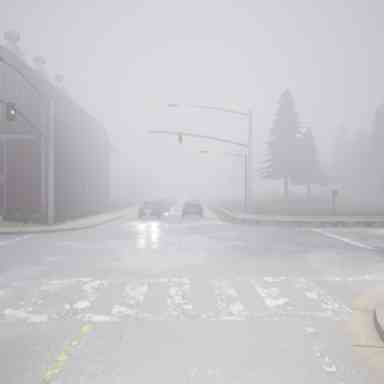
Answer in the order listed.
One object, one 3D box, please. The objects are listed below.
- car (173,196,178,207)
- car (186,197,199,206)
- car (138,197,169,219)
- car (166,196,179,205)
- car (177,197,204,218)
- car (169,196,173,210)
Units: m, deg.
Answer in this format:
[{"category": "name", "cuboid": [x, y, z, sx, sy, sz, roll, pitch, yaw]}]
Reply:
[{"category": "car", "cuboid": [-3.528, 1.502, 49.291, 1.812, 1.442, 4.674, 0, 0, 0]}, {"category": "car", "cuboid": [0.074, 1.520, 55.835, 2.033, 1.411, 5.357, 0, 0, 0]}, {"category": "car", "cuboid": [-3.561, 1.477, 29.555, 2.128, 1.511, 4.902, 0, 0, 0]}, {"category": "car", "cuboid": [-3.473, 1.448, 59.779, 1.882, 1.535, 5.008, 0, 0, 0]}, {"category": "car", "cuboid": [0.040, 1.477, 30.369, 2.128, 1.511, 4.902, 0, 0, 0]}, {"category": "car", "cuboid": [-3.547, 1.486, 39.026, 1.837, 1.490, 4.892, 0, 0, 0]}]
